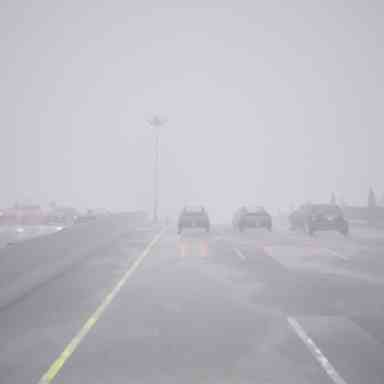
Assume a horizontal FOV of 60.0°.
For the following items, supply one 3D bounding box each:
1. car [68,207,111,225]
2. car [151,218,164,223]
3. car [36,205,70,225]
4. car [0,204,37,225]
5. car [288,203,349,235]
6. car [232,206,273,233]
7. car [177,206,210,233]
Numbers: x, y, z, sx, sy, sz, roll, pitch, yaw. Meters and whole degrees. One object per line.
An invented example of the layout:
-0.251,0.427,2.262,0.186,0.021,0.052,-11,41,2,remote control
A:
-7.100,1.868,24.406,1.895,1.301,4.718,0,-3,0,car
-7.002,6.242,68.031,2.150,2.045,5.566,0,-7,0,car
-10.594,1.932,27.396,1.837,1.490,4.892,0,-4,0,car
-14.092,1.799,27.733,2.097,1.767,4.553,0,-3,0,car
7.100,1.439,19.191,2.097,1.767,4.553,0,-1,0,car
3.600,1.614,20.469,2.128,1.511,4.902,0,-2,0,car
0.099,1.614,20.457,2.128,1.511,4.902,0,-2,0,car
